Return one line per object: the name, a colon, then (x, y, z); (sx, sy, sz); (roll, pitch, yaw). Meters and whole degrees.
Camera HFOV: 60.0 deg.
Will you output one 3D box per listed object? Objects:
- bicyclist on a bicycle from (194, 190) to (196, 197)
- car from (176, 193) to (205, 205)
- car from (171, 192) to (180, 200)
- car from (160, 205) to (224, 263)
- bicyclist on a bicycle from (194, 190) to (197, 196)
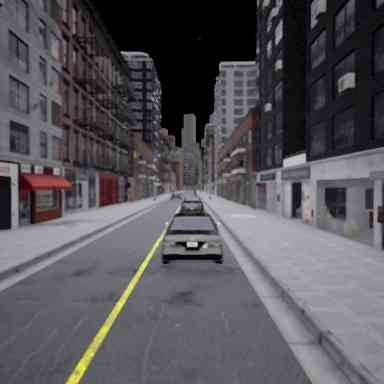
bicyclist on a bicycle: (0.747, 0.311, 83.555); (0.582, 1.620, 1.656); (0, 0, 0)
car: (0.042, 1.084, 28.361); (2.128, 1.511, 4.902); (0, 1, 1)
car: (-2.789, 0.717, 59.532); (2.033, 1.411, 5.357); (0, 1, 1)
car: (0.024, 1.382, 11.192); (2.033, 1.411, 5.357); (0, 1, 0)
bicyclist on a bicycle: (0.750, 0.427, 74.557); (0.582, 1.620, 1.656); (0, 0, 0)
